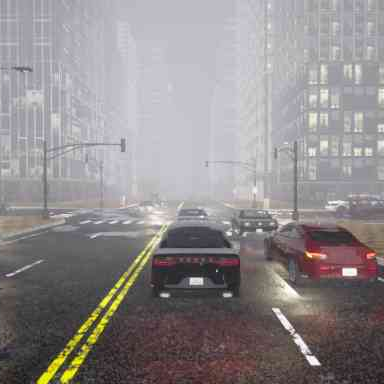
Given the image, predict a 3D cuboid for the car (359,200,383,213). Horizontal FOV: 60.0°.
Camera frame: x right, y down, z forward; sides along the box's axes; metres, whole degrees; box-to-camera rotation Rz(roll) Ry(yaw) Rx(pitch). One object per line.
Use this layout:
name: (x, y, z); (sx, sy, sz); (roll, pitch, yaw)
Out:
car: (21.677, 1.643, 37.478); (4.829, 1.417, 1.752); (1, 0, 1)

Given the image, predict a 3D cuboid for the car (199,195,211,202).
car: (3.028, 1.449, 72.707); (2.128, 1.511, 4.902); (0, 0, 0)

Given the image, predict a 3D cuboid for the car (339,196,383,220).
car: (16.097, 1.519, 29.172); (5.009, 1.841, 2.192); (1, 0, 1)

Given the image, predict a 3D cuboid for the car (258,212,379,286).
car: (3.317, 1.521, 9.307); (1.812, 1.442, 4.674); (0, 0, 0)

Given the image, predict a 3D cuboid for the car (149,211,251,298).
car: (0.065, 1.474, 8.541); (1.882, 1.535, 5.008); (0, 0, 0)

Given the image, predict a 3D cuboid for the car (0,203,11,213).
car: (-20.096, 1.364, 32.229); (4.674, 1.442, 1.812); (1, 1, 1)

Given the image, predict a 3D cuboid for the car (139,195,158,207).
car: (-6.771, 1.528, 50.633); (1.994, 1.385, 4.181); (0, 0, 0)

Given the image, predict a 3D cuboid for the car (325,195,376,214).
car: (17.042, 1.340, 34.940); (5.566, 2.045, 2.150); (1, 1, 1)

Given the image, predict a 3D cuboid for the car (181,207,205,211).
car: (0.033, 1.538, 18.362); (2.033, 1.411, 5.357); (0, 0, 0)

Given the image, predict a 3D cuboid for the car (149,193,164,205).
car: (-6.788, 1.175, 59.666); (2.150, 2.045, 5.566); (0, 0, 0)

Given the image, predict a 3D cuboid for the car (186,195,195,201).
car: (-0.288, 1.425, 80.946); (1.837, 1.490, 4.892); (0, 0, 0)

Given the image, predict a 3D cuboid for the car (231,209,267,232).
car: (3.284, 1.591, 18.426); (1.895, 1.301, 4.718); (0, 0, 0)

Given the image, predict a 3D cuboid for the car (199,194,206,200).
car: (2.924, 1.431, 91.806); (1.812, 1.442, 4.674); (0, 0, 0)
